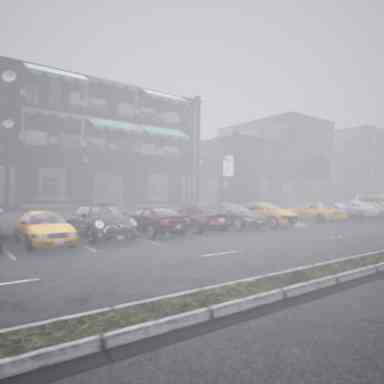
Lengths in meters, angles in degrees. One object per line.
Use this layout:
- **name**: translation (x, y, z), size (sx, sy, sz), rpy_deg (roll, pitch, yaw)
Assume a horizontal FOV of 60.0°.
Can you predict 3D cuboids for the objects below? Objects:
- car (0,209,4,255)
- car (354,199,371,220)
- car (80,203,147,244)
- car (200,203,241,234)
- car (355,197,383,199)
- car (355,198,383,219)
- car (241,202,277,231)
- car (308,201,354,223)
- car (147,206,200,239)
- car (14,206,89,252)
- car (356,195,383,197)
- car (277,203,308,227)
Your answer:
- **car**: translation (-8.728, 1.229, 12.794), size (2.435, 2.045, 5.566), rpy_deg (0, 0, -35)
- **car**: translation (11.648, 1.532, 27.295), size (2.002, 1.452, 4.674), rpy_deg (0, 0, -35)
- **car**: translation (-4.327, 1.359, 15.993), size (2.185, 1.767, 4.553), rpy_deg (0, 0, -35)
- **car**: translation (0.207, 1.513, 19.208), size (2.163, 1.488, 4.792), rpy_deg (0, 0, -35)
- **car**: translation (15.971, 1.530, 30.587), size (1.946, 1.575, 5.366), rpy_deg (1, 0, -35)
- **car**: translation (13.818, 1.548, 28.829), size (2.002, 1.452, 4.674), rpy_deg (0, 0, -35)
- **car**: translation (2.487, 1.483, 20.798), size (2.231, 1.521, 4.892), rpy_deg (0, 0, -35)
- **car**: translation (9.283, 1.480, 25.840), size (1.946, 1.575, 5.366), rpy_deg (0, 0, -35)
- **car**: translation (-2.040, 1.485, 17.571), size (2.097, 1.535, 5.008), rpy_deg (0, 0, -35)
- **car**: translation (-6.368, 1.481, 14.279), size (1.946, 1.575, 5.366), rpy_deg (0, 0, -35)
- **car**: translation (18.363, 1.313, 32.023), size (2.435, 2.045, 5.566), rpy_deg (1, 0, -35)
- **car**: translation (4.856, 1.480, 22.477), size (2.097, 1.535, 5.008), rpy_deg (0, 0, -35)
